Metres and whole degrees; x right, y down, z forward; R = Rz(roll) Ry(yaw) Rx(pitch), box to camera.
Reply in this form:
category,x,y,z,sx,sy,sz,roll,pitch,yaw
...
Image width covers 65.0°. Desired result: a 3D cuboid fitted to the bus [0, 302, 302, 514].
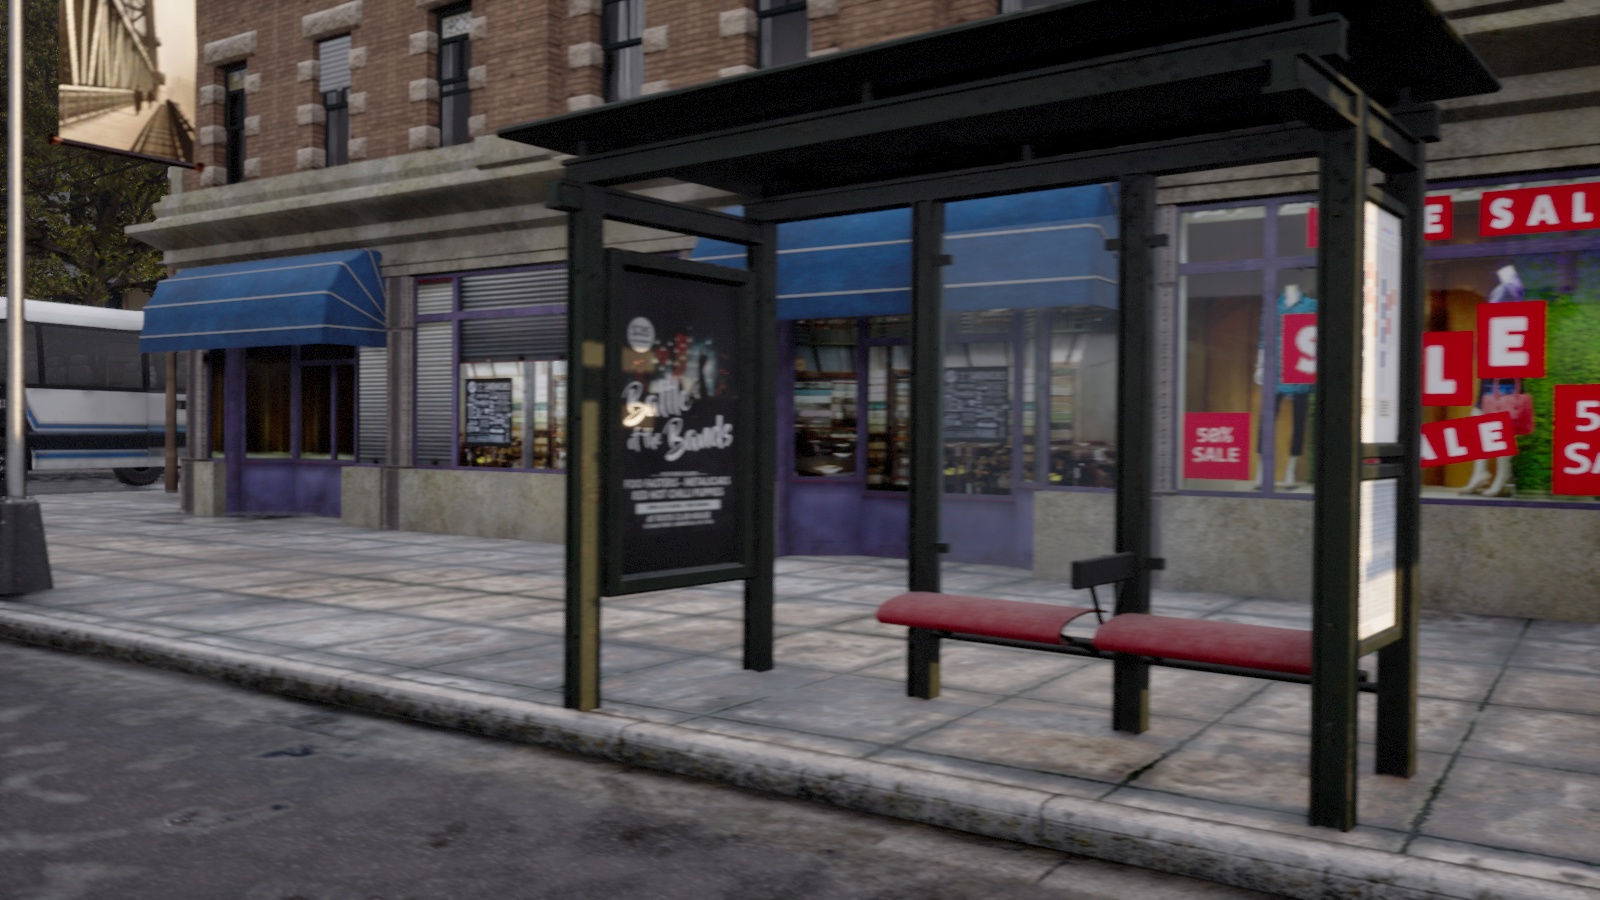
category,x,y,z,sx,sy,sz,roll,pitch,yaw
bus,-16.782,-0.886,28.752,3.944,4.253,10.273,0,1,22
